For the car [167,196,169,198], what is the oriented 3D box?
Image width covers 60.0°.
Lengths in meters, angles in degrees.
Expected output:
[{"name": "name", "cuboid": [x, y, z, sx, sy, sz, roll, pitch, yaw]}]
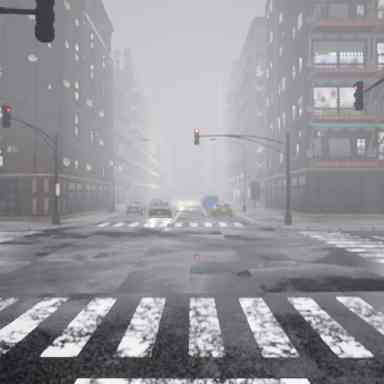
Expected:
[{"name": "car", "cuboid": [-5.282, 1.498, 55.358, 1.752, 1.417, 4.829, 1, 0, 0]}]

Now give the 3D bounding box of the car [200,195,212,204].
[{"name": "car", "cuboid": [2.601, 1.413, 61.237, 1.967, 1.590, 4.097, 1, 0, 0]}]

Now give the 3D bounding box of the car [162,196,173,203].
[{"name": "car", "cuboid": [-5.276, 1.527, 72.501, 2.008, 1.369, 4.403, 1, 0, 0]}]

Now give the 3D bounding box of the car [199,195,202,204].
[{"name": "car", "cuboid": [2.598, 1.288, 49.925, 2.192, 1.841, 5.009, 1, 0, 0]}]

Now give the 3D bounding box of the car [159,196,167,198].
[{"name": "car", "cuboid": [-5.285, 1.555, 49.870, 1.802, 1.307, 4.206, 1, 0, 0]}]

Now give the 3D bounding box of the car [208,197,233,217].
[{"name": "car", "cuboid": [2.717, 1.502, 30.438, 1.752, 1.417, 4.829, 1, 0, 0]}]

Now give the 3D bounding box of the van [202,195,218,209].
[{"name": "van", "cuboid": [2.628, 1.314, 44.271, 1.690, 1.788, 3.998, 1, 0, 0]}]

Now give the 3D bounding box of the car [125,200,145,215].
[{"name": "car", "cuboid": [-5.421, 1.526, 32.897, 2.008, 1.369, 4.403, 1, 0, 0]}]

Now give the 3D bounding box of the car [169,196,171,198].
[{"name": "car", "cuboid": [-5.281, 1.555, 61.186, 1.802, 1.307, 4.206, 1, 0, 0]}]

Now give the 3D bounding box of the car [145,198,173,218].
[{"name": "car", "cuboid": [-2.737, 1.543, 29.813, 1.994, 1.385, 4.181, 0, 0, 0]}]

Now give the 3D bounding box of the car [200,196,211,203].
[{"name": "car", "cuboid": [2.602, 1.525, 66.894, 2.008, 1.369, 4.403, 1, 0, 0]}]

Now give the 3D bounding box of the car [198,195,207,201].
[{"name": "car", "cuboid": [2.609, 1.528, 83.862, 1.887, 1.381, 4.507, 1, 0, 0]}]
